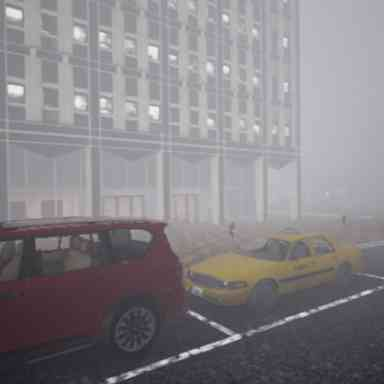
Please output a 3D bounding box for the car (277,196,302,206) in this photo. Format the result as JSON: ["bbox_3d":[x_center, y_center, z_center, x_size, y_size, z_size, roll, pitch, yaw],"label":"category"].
[{"bbox_3d":[14.837,1.306,50.144,1.967,1.590,4.097,-1,1,-36],"label":"car"}]

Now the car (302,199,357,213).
[{"bbox_3d":[14.853,1.532,36.272,1.752,1.417,4.829,-1,1,-36],"label":"car"}]

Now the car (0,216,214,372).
[{"bbox_3d":[-2.396,1.315,4.408,5.009,1.841,2.192,0,-1,-35],"label":"car"}]

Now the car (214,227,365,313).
[{"bbox_3d":[2.067,1.522,7.586,4.829,1.417,1.752,0,-1,-35],"label":"car"}]

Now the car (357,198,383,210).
[{"bbox_3d":[21.370,1.432,41.150,2.008,1.369,4.403,-1,1,-36],"label":"car"}]
